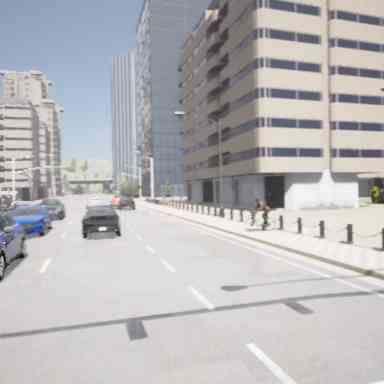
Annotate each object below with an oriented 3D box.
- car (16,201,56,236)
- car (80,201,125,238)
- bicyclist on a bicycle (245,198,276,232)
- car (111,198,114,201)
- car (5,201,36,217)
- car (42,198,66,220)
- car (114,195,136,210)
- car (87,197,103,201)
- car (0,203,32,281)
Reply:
[{"bbox_3d":[-8.884,1.506,18.282,1.882,1.535,5.008,-1,0,-17],"label":"car"},{"bbox_3d":[-4.869,1.458,17.791,1.837,1.490,4.892,-1,0,-17],"label":"car"},{"bbox_3d":[3.289,1.110,15.980,1.656,1.620,0.582,-1,1,-17],"label":"bicyclist on a bicycle"},{"bbox_3d":[-10.402,1.178,47.606,2.097,1.767,4.553,-1,0,-17],"label":"car"},{"bbox_3d":[-17.151,1.671,33.560,1.895,1.301,4.718,-1,0,-17],"label":"car"},{"bbox_3d":[-11.755,1.362,27.734,2.097,1.767,4.553,-1,0,-17],"label":"car"},{"bbox_3d":[-7.765,1.346,39.153,1.837,1.490,4.892,-1,0,-17],"label":"car"},{"bbox_3d":[-12.538,1.430,42.902,1.812,1.442,4.674,-1,1,-17],"label":"car"},{"bbox_3d":[-6.215,1.398,9.502,2.097,1.767,4.553,-1,0,-17],"label":"car"}]
